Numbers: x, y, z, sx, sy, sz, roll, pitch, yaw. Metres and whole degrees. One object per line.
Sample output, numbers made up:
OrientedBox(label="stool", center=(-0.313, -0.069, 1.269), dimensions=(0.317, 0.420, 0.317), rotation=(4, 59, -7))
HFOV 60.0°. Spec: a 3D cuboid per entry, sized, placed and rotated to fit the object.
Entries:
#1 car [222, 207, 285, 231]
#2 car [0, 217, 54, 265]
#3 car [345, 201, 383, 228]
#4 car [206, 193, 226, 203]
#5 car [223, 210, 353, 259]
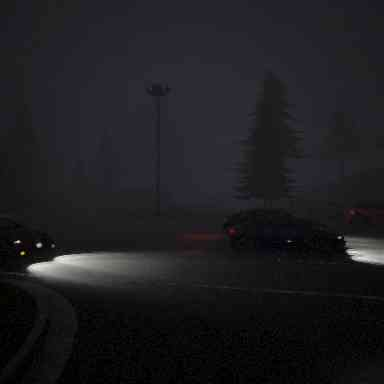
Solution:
OrientedBox(label="car", center=(3.888, 1.513, 15.974), dimensions=(4.892, 1.490, 1.837), rotation=(0, 0, 13))
OrientedBox(label="car", center=(-6.929, 1.563, 11.344), dimensions=(4.181, 1.385, 1.994), rotation=(0, 0, 13))
OrientedBox(label="car", center=(12.234, 1.368, 21.191), dimensions=(4.553, 1.767, 2.097), rotation=(0, 0, 13))
OrientedBox(label="car", center=(5.133, 1.247, 69.502), dimensions=(2.150, 2.045, 5.566), rotation=(0, 0, -33))
OrientedBox(label="car", center=(3.461, 1.570, 12.479), dimensions=(4.181, 1.385, 1.994), rotation=(0, 0, 13))
